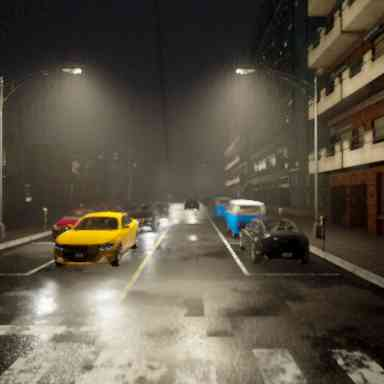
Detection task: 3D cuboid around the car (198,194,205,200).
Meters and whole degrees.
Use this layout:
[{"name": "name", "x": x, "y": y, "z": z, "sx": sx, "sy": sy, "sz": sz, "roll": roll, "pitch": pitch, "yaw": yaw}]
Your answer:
[{"name": "car", "x": 2.708, "y": 1.313, "z": 95.305, "sx": 1.967, "sy": 1.590, "sz": 4.097, "roll": 1, "pitch": 0, "yaw": 0}]

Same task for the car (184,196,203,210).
[{"name": "car", "x": 0.001, "y": 1.532, "z": 41.461, "sx": 1.994, "sy": 1.385, "sz": 4.181, "roll": 0, "pitch": 0, "yaw": 0}]

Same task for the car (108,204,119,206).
[{"name": "car", "x": -5.678, "y": 1.530, "z": 22.720, "sx": 1.887, "sy": 1.381, "sz": 4.507, "roll": 1, "pitch": 0, "yaw": 0}]

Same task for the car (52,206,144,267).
[{"name": "car", "x": -3.088, "y": 1.471, "z": 11.649, "sx": 1.882, "sy": 1.535, "sz": 5.008, "roll": 0, "pitch": 0, "yaw": 0}]

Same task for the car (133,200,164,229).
[{"name": "car", "x": -3.088, "y": 1.491, "z": 21.298, "sx": 1.837, "sy": 1.490, "sz": 4.892, "roll": 0, "pitch": 0, "yaw": 0}]

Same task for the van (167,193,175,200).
[{"name": "van", "x": -5.671, "y": 1.227, "z": 89.682, "sx": 1.690, "sy": 1.788, "sz": 3.998, "roll": 1, "pitch": 0, "yaw": 0}]

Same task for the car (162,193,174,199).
[{"name": "car", "x": -5.675, "y": 1.484, "z": 72.942, "sx": 1.947, "sy": 1.339, "sz": 4.313, "roll": 1, "pitch": 0, "yaw": 0}]

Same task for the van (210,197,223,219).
[{"name": "van", "x": 2.706, "y": 1.323, "z": 28.337, "sx": 1.690, "sy": 1.788, "sz": 3.998, "roll": 1, "pitch": 0, "yaw": 0}]

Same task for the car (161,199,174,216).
[{"name": "car", "x": -3.089, "y": 1.579, "z": 31.627, "sx": 1.895, "sy": 1.301, "sz": 4.718, "roll": 0, "pitch": 0, "yaw": 0}]

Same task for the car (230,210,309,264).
[{"name": "car", "x": 2.702, "y": 1.544, "z": 11.595, "sx": 2.008, "sy": 1.369, "sz": 4.403, "roll": 1, "pitch": 0, "yaw": 0}]

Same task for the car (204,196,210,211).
[{"name": "car", "x": 2.703, "y": 1.496, "z": 39.667, "sx": 1.752, "sy": 1.417, "sz": 4.829, "roll": 1, "pitch": 0, "yaw": 0}]

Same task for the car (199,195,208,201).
[{"name": "car", "x": 2.706, "y": 1.459, "z": 78.564, "sx": 2.008, "sy": 1.369, "sz": 4.403, "roll": 1, "pitch": 0, "yaw": 0}]

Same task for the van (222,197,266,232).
[{"name": "van", "x": 2.705, "y": 1.331, "z": 17.174, "sx": 1.690, "sy": 1.788, "sz": 3.998, "roll": 1, "pitch": 0, "yaw": 0}]

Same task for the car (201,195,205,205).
[{"name": "car", "x": 2.704, "y": 1.522, "z": 50.660, "sx": 1.947, "sy": 1.339, "sz": 4.313, "roll": 1, "pitch": 0, "yaw": 0}]
